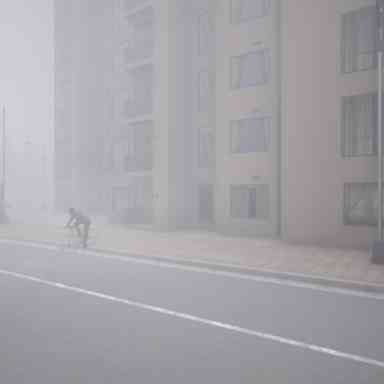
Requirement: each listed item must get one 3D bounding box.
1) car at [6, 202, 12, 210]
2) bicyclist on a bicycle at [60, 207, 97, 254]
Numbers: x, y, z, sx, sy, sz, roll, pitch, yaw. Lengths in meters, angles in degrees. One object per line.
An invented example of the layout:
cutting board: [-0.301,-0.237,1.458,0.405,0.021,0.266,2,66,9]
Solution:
car: [-22.969,1.384,37.591,2.128,1.511,4.902,0,0,34]
bicyclist on a bicycle: [-4.191,1.351,12.233,0.582,1.620,1.656,0,9,33]
